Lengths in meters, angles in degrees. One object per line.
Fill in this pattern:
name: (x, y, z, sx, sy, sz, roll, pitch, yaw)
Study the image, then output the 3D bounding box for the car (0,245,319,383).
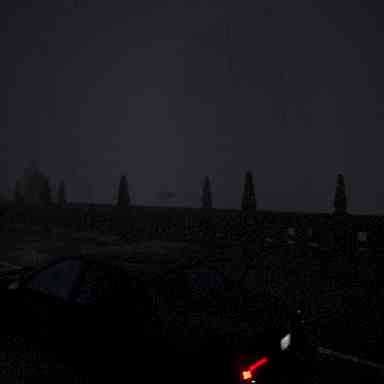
car: (-1.101, 1.520, 4.778, 5.357, 1.411, 2.033, 1, 0, 36)
